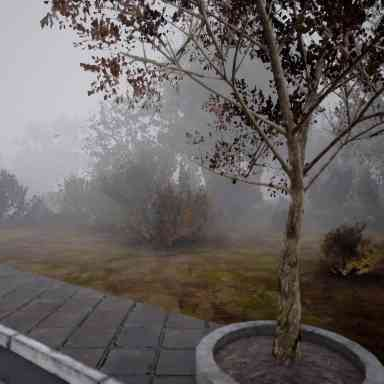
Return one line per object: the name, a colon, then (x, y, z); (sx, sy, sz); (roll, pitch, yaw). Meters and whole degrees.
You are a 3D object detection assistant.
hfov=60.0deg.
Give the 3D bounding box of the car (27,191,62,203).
car: (-18.335, 0.941, 41.832); (2.150, 2.045, 5.566); (1, 0, 32)
